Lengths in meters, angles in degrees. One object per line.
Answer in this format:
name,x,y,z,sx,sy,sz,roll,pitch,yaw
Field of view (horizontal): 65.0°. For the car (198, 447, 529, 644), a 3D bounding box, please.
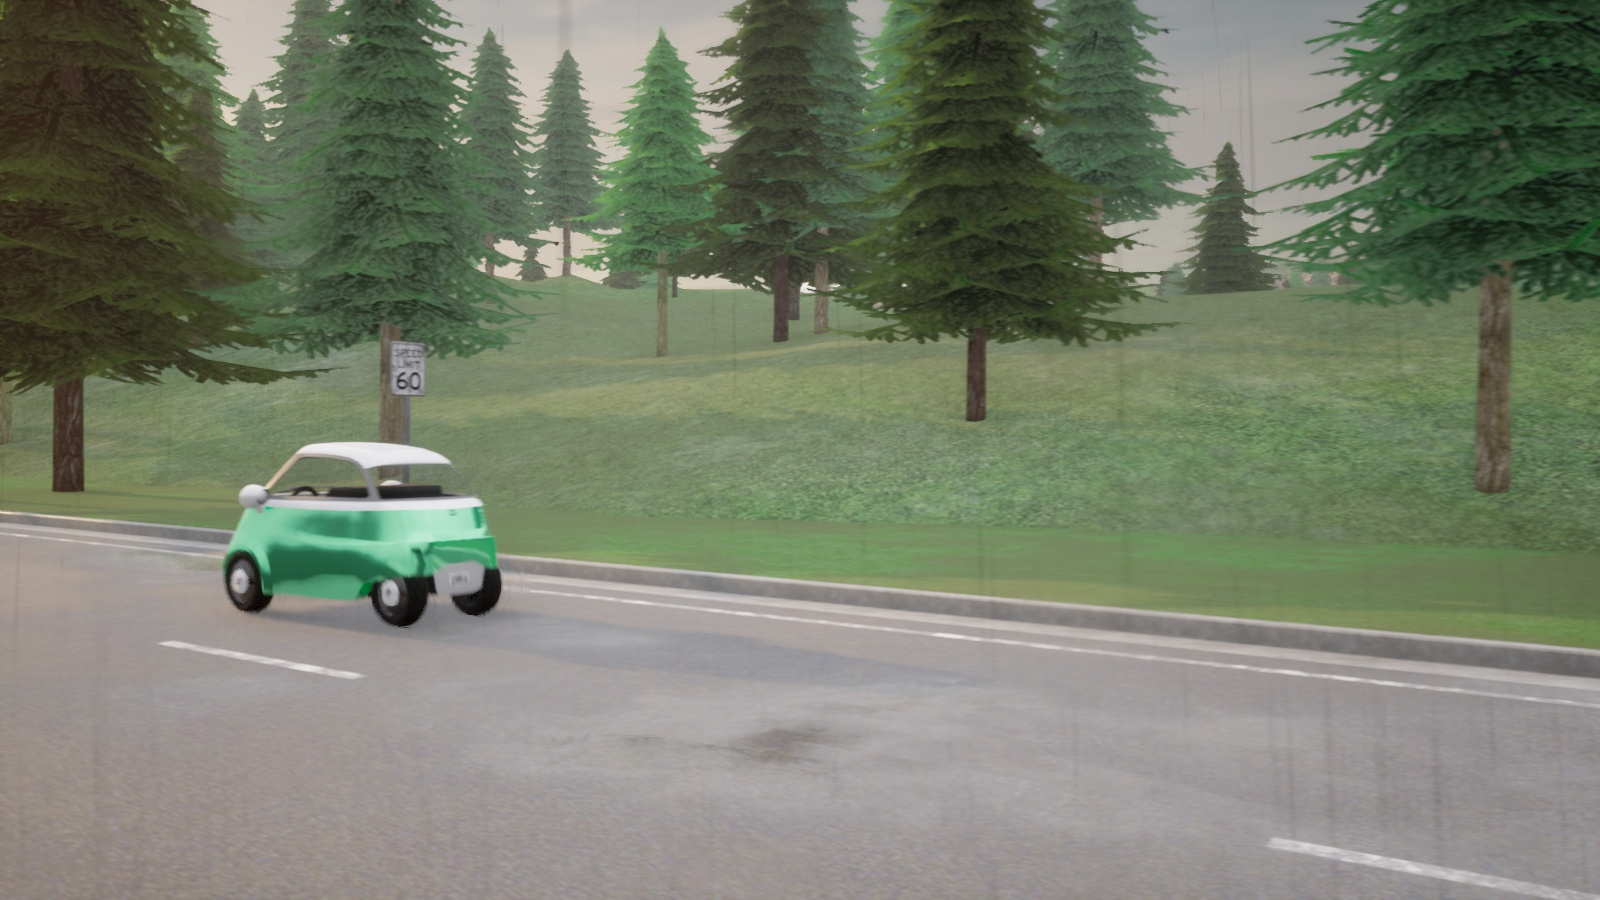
car,-3.537,0.680,10.180,2.207,1.376,1.481,0,1,34
